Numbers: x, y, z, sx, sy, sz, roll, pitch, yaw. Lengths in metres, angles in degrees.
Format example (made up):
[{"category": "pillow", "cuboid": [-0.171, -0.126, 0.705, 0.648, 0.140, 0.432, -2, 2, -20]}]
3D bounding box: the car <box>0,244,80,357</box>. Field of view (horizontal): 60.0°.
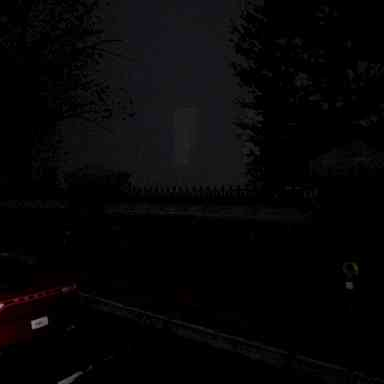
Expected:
[{"category": "car", "cuboid": [-3.768, 1.542, 5.577, 4.507, 1.381, 1.887, 0, 0, 36]}]
